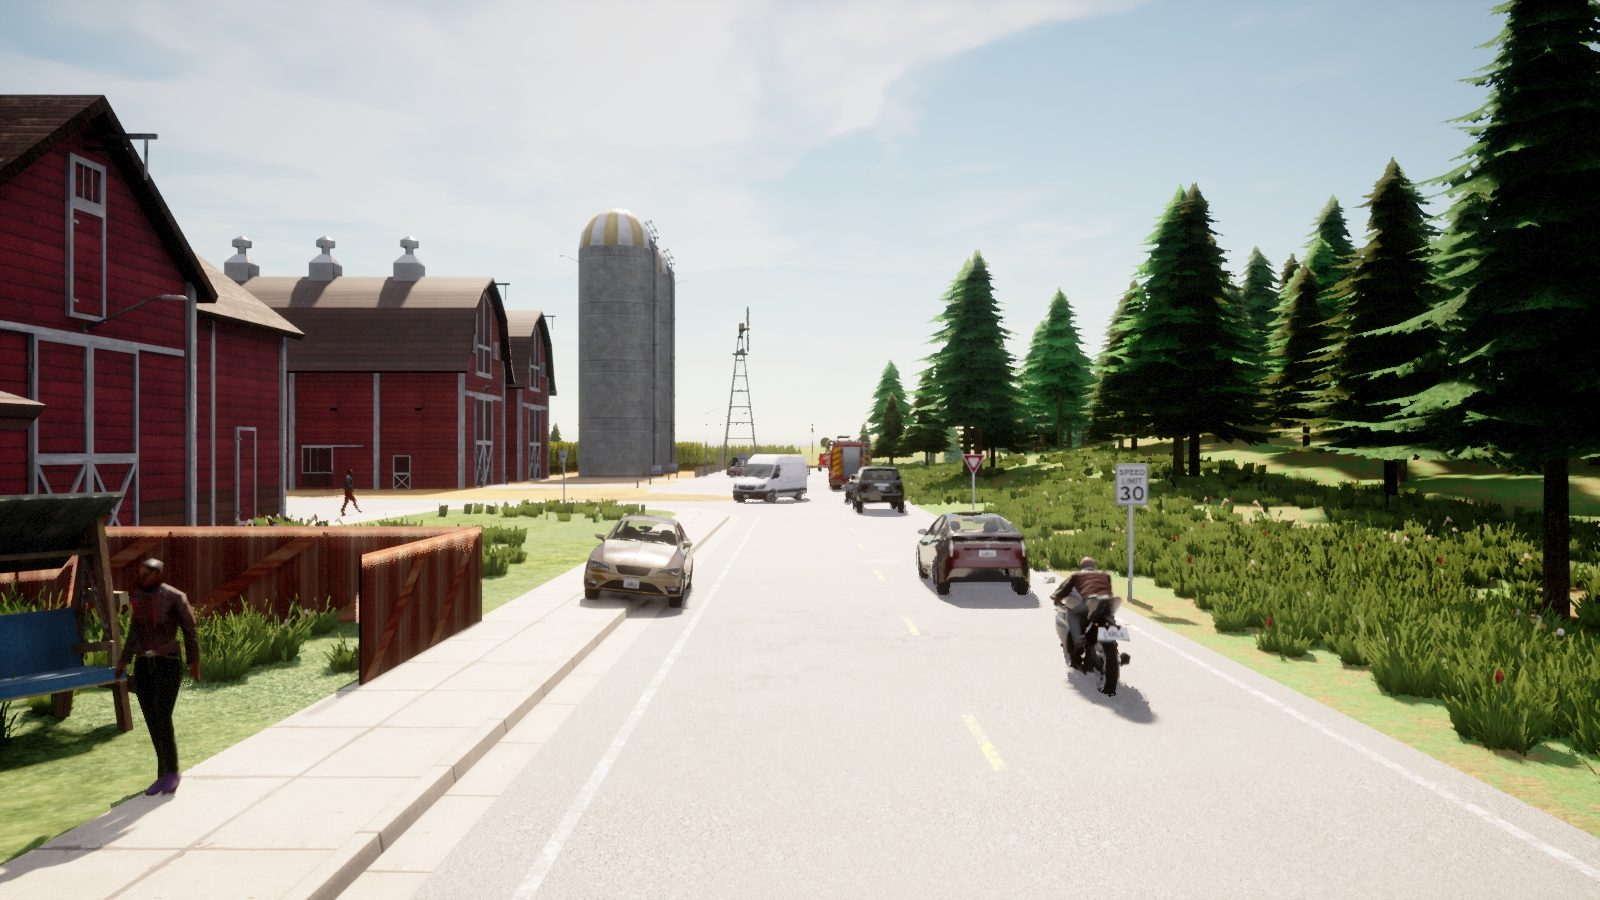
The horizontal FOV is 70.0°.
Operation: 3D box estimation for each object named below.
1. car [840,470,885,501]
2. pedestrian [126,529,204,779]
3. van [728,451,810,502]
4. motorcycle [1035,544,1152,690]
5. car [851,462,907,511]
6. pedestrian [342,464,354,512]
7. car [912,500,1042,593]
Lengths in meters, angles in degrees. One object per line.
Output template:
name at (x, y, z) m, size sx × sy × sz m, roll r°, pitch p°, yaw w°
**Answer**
car at (3.455, 1.907, 62.025) m, size 2.128 × 1.511 × 4.902 m, roll 0°, pitch 0°, yaw 7°
pedestrian at (-4.911, 1.555, 8.848) m, size 0.375 × 1.860 × 0.375 m, roll 0°, pitch 0°, yaw 6°
van at (-1.594, 1.390, 61.576) m, size 1.988 × 2.561 × 5.915 m, roll 1°, pitch 0°, yaw 24°
motorcycle at (3.519, 1.961, 13.917) m, size 0.867 × 1.460 × 2.209 m, roll 0°, pitch 0°, yaw 0°
car at (3.555, 1.620, 52.503) m, size 2.150 × 2.045 × 5.566 m, roll 0°, pitch 0°, yaw 0°
pedestrian at (-17.591, 1.465, 44.468) m, size 0.375 × 1.860 × 0.375 m, roll 0°, pitch 0°, yaw -17°
car at (3.524, 1.900, 23.587) m, size 2.007 × 1.525 × 4.514 m, roll 0°, pitch 0°, yaw 0°
